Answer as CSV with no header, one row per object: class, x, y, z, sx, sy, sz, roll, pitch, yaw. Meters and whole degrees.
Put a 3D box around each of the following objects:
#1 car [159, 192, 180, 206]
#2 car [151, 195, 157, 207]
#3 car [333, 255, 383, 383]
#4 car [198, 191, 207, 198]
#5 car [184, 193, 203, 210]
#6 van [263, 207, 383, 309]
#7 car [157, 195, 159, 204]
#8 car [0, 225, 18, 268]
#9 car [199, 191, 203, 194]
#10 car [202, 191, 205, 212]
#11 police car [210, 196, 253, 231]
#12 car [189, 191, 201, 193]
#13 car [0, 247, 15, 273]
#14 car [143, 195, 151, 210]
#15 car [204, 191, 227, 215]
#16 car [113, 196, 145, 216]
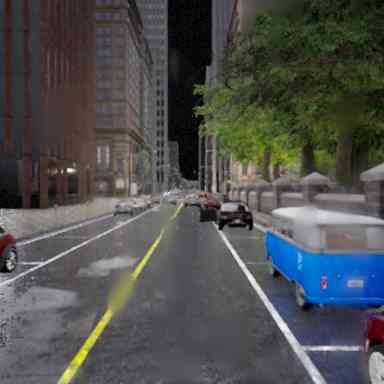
car,-3.084,1.170,46.277,1.837,1.490,4.892,0,0,0
car,-5.773,1.151,40.597,1.967,1.590,4.097,0,0,0
car,2.762,1.533,1.942,1.887,1.381,4.507,0,0,0
car,2.737,0.644,89.193,2.192,1.841,5.009,0,0,0
car,0.034,1.250,43.590,1.994,1.385,4.181,0,0,0
van,2.761,1.294,7.464,1.690,1.788,3.998,0,0,0
car,-5.776,1.184,51.645,1.947,1.339,4.313,0,0,0
car,-5.765,1.393,7.452,1.967,1.590,4.097,0,0,0
car,2.739,0.683,83.752,2.192,1.841,5.009,0,0,0
car,2.753,1.026,40.609,2.192,1.841,5.009,0,0,0
police car,2.360,1.292,19.895,1.930,1.638,5.238,0,0,0
car,-0.015,1.080,53.570,1.882,1.535,5.008,0,0,0
car,-3.101,1.468,1.501,1.882,1.535,5.008,0,0,0
car,-5.772,1.282,34.903,1.752,1.417,4.829,0,0,0
car,2.754,1.071,35.085,2.192,1.841,5.009,0,0,0
car,-5.771,1.349,29.550,2.008,1.369,4.403,0,0,0
